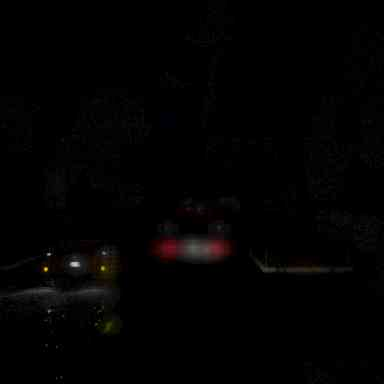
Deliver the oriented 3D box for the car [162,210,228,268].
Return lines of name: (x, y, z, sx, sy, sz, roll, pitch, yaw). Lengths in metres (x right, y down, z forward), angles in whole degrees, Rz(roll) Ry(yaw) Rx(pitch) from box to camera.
car: (0.062, 1.545, 11.220, 2.033, 1.411, 5.357, 0, 0, 1)

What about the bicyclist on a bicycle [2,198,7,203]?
bicyclist on a bicycle: (-20.021, 1.440, 35.306, 0.582, 1.620, 1.656, 0, 0, 0)

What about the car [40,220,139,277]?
car: (-2.836, 1.561, 10.044, 1.994, 1.385, 4.181, 0, 0, 0)

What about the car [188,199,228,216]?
car: (1.272, 1.337, 25.785, 2.097, 1.767, 4.553, 0, 0, 19)
